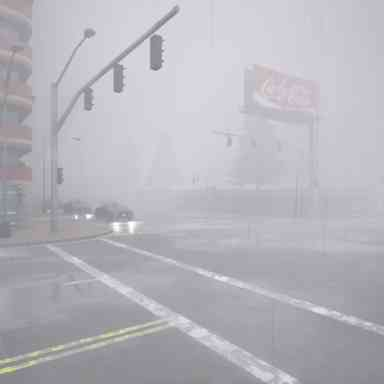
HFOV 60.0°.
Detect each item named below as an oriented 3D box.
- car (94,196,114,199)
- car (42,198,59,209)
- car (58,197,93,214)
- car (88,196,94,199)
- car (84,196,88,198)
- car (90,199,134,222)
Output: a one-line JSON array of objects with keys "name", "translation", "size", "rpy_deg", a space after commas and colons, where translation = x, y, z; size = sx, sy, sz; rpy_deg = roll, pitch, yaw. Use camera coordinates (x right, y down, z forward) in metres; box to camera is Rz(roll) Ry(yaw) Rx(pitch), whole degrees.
[{"name": "car", "translation": [-14.490, 1.505, 56.394], "size": [1.837, 1.490, 4.892], "rpy_deg": [0, 0, -36]}, {"name": "car", "translation": [-18.077, 1.478, 43.065], "size": [1.882, 1.535, 5.008], "rpy_deg": [0, 0, -36]}, {"name": "car", "translation": [-12.094, 1.564, 34.715], "size": [1.994, 1.385, 4.181], "rpy_deg": [0, 0, -36]}, {"name": "car", "translation": [-19.973, 1.478, 64.027], "size": [1.882, 1.535, 5.008], "rpy_deg": [0, 0, -36]}, {"name": "car", "translation": [-20.558, 1.564, 58.844], "size": [1.994, 1.385, 4.181], "rpy_deg": [0, 0, -36]}, {"name": "car", "translation": [-6.289, 1.564, 26.639], "size": [1.994, 1.385, 4.181], "rpy_deg": [0, 0, -36]}]
